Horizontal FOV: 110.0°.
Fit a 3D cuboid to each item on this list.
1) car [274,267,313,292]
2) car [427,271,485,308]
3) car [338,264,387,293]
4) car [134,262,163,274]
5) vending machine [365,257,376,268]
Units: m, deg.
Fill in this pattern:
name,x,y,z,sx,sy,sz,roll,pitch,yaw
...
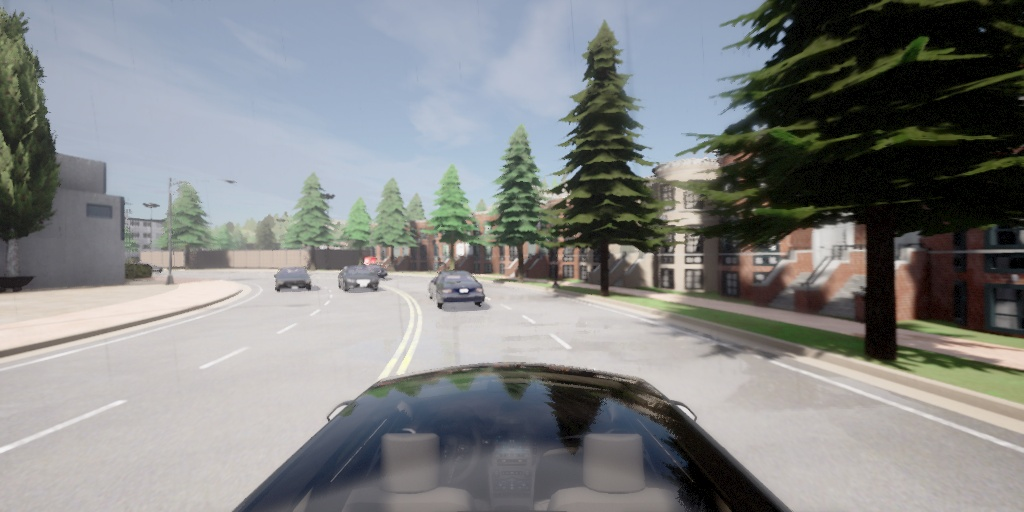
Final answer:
name,x,y,z,sx,sy,sz,roll,pitch,yaw
car,-13.744,1.406,22.513,2.033,1.411,5.357,0,0,-34
car,-2.577,1.349,15.723,2.033,1.411,5.357,0,0,-18
car,-9.389,1.334,21.810,2.128,1.511,4.902,0,0,-31
car,-46.602,1.529,45.351,4.902,1.511,2.128,0,0,15
vending machine,-18.508,1.144,46.875,0.880,2.100,1.100,0,0,32
